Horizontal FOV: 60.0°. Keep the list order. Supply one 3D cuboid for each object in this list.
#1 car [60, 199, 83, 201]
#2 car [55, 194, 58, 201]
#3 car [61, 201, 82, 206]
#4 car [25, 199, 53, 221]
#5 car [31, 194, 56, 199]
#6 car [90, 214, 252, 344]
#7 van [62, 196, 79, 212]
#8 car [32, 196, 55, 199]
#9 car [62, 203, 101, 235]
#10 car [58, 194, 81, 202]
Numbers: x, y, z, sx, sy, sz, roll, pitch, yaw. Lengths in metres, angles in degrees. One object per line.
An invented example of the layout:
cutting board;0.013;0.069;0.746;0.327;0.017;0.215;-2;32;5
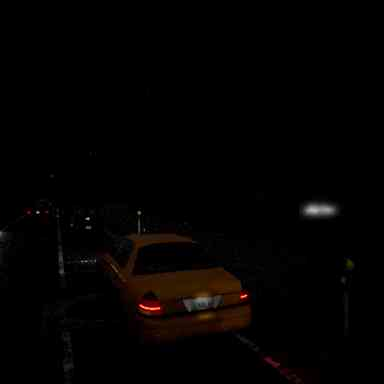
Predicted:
car;-10.216;1.574;28.982;1.947;1.339;4.313;0;0;-22
car;-31.264;1.489;79.729;1.967;1.590;4.097;0;0;-23
car;-8.127;1.557;23.869;2.008;1.369;4.403;0;0;-22
car;-12.389;1.555;27.005;2.033;1.411;5.357;0;0;-22
car;-21.996;1.501;49.176;2.128;1.511;4.902;0;0;-30
car;-0.831;1.459;6.788;1.801;1.575;5.366;0;0;-22
van;-14.395;1.352;39.209;1.690;1.788;3.998;0;0;-22
car;-17.671;1.537;39.669;1.812;1.442;4.674;0;0;-22
car;-6.037;1.556;18.756;2.008;1.369;4.403;0;0;-22
car;-12.306;1.324;34.096;2.192;1.841;5.009;0;0;-22
